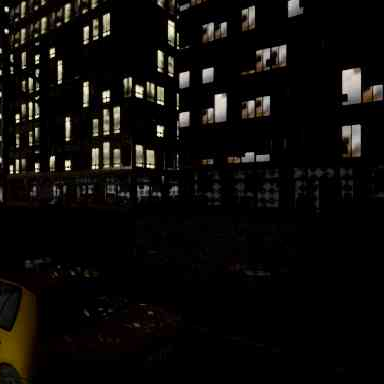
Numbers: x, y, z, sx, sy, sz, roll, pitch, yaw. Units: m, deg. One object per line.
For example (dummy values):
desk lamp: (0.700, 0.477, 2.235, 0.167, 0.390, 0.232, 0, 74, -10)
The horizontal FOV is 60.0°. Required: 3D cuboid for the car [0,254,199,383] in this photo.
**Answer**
car: (-2.208, 1.525, 4.445, 4.829, 1.417, 1.752, 0, 0, 36)
